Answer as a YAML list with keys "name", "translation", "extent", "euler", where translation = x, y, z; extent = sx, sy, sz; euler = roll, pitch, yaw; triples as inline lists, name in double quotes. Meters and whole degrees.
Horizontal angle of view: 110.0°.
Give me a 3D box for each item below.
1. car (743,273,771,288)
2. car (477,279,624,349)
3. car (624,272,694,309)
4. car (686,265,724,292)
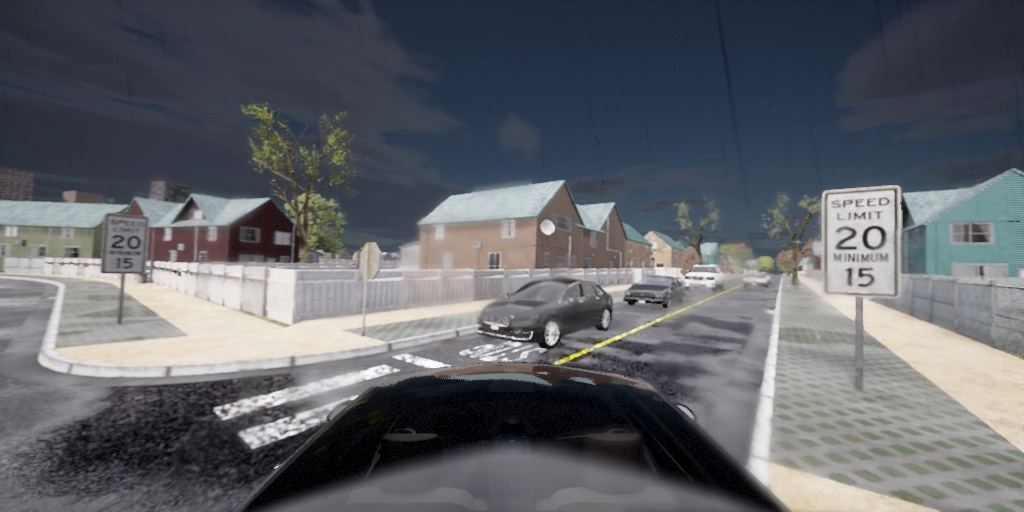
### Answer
- name: "car"
  translation: [23.578, 2.359, 34.589]
  extent: [1.895, 1.301, 4.718]
  euler: [0, -1, 37]
- name: "car"
  translation: [1.148, 1.391, 9.836]
  extent: [1.837, 1.490, 4.892]
  euler: [0, -1, 39]
- name: "car"
  translation: [7.310, 1.689, 17.895]
  extent: [2.033, 1.411, 5.357]
  euler: [0, -1, 37]
- name: "car"
  translation: [15.293, 1.702, 28.427]
  extent: [2.150, 2.045, 5.566]
  euler: [0, -1, 37]
